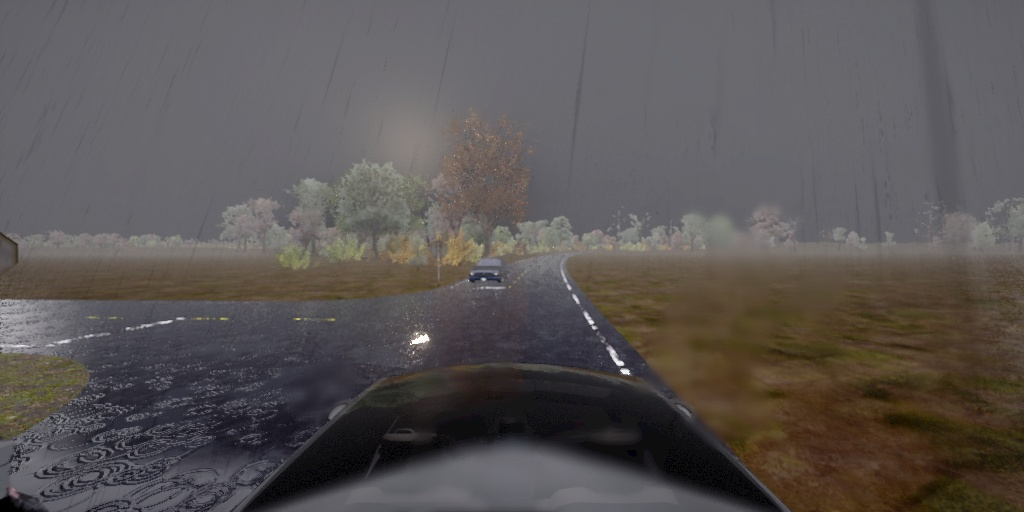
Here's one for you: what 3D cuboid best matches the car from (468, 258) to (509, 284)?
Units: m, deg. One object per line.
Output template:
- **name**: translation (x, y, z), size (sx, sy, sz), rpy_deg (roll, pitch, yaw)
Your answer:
- **car**: translation (-1.252, 0.803, 21.789), size (2.033, 1.411, 5.357), rpy_deg (0, 1, 6)
